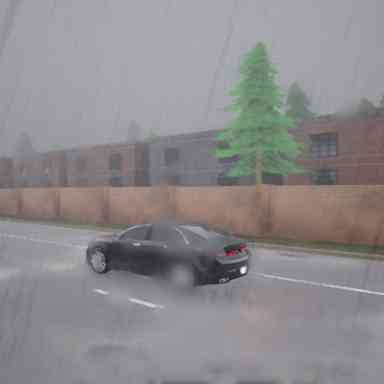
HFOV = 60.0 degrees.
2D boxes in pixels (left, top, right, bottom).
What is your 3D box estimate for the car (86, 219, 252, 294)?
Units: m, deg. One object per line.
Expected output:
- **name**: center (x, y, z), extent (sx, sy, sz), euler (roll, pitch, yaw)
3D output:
- **car**: center (-0.815, 1.501, 8.878), extent (4.892, 1.490, 1.837), euler (0, 0, 36)
